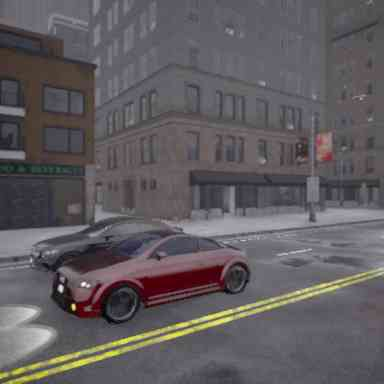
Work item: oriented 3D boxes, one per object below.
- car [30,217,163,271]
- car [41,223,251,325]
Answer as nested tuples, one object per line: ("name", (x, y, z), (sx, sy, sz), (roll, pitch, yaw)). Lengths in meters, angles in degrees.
("car", (-2.281, 1.506, 10.010), (4.674, 1.442, 1.812), (0, 0, -35))
("car", (-0.725, 1.547, 7.132), (4.181, 1.385, 1.994), (0, 0, -35))
